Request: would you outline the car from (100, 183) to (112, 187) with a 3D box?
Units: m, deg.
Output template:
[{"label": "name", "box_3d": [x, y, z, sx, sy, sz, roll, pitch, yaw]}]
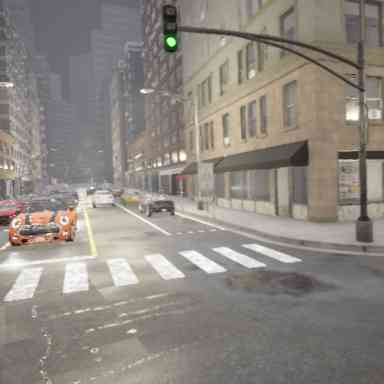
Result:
[{"label": "car", "box_3d": [-12.844, -0.292, 52.228, 1.967, 1.590, 4.097, -2, 2, -19]}]

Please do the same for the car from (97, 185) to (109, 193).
[{"label": "car", "box_3d": [-18.090, -0.664, 67.628, 1.947, 1.339, 4.313, -2, 2, -19]}]

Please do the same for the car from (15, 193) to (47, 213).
[{"label": "car", "box_3d": [-13.911, 0.849, 28.977, 1.887, 1.381, 4.507, -2, 2, -19]}]

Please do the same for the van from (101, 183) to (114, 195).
[{"label": "van", "box_3d": [-14.596, -0.554, 57.355, 1.690, 1.788, 3.998, -2, 2, -19]}]

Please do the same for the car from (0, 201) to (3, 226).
[{"label": "car", "box_3d": [-10.413, 1.156, 18.714, 1.887, 1.381, 4.507, -2, 2, -19]}]

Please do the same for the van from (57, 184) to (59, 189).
[{"label": "van", "box_3d": [-19.163, 0.169, 44.362, 1.690, 1.788, 3.998, -2, 2, -19]}]

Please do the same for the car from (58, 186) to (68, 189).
[{"label": "car", "box_3d": [-15.172, 0.351, 41.203, 1.812, 1.442, 4.674, -3, 3, -19]}]

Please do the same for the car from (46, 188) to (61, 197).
[{"label": "car", "box_3d": [-22.657, 0.053, 54.632, 2.008, 1.369, 4.403, -2, 2, -19]}]

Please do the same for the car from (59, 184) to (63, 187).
[{"label": "car", "box_3d": [-20.913, -0.019, 49.492, 2.192, 1.841, 5.009, -2, 2, -19]}]

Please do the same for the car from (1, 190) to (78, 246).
[{"label": "car", "box_3d": [-5.964, 1.011, 13.709, 2.097, 1.767, 4.553, -3, 2, -17]}]

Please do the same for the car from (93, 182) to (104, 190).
[{"label": "car", "box_3d": [-23.345, -1.433, 83.010, 2.192, 1.841, 5.009, -2, 3, -19]}]

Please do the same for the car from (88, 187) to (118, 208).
[{"label": "car", "box_3d": [-8.179, 0.573, 30.288, 1.812, 1.442, 4.674, -3, 3, -19]}]

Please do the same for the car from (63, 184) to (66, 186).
[{"label": "car", "box_3d": [-26.159, -0.391, 64.890, 1.967, 1.590, 4.097, -2, 2, -19]}]

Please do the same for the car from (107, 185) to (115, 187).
[{"label": "car", "box_3d": [-9.342, 0.171, 41.973, 1.802, 1.307, 4.206, -2, 2, -19]}]

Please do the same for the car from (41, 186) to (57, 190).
[{"label": "car", "box_3d": [-17.412, 0.428, 39.236, 1.967, 1.590, 4.097, -2, 2, -19]}]

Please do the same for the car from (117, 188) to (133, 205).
[{"label": "car", "box_3d": [-5.899, 0.426, 31.867, 1.752, 1.417, 4.829, -2, 2, -19]}]

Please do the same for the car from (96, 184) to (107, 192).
[{"label": "car", "box_3d": [-19.843, -0.960, 72.754, 1.967, 1.590, 4.097, -2, 2, -19]}]

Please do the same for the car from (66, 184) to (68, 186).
[{"label": "car", "box_3d": [-29.661, -0.860, 75.146, 2.192, 1.841, 5.009, -2, 2, -19]}]

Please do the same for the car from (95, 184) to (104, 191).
[{"label": "car", "box_3d": [-21.646, -1.053, 78.049, 1.752, 1.417, 4.829, -2, 3, -19]}]

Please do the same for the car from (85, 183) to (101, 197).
[{"label": "car", "box_3d": [-15.652, -0.142, 52.200, 2.128, 1.511, 4.902, -3, 3, -19]}]

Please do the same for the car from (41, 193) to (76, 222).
[{"label": "car", "box_3d": [-8.785, 0.911, 22.261, 1.837, 1.490, 4.892, -3, 3, -19]}]

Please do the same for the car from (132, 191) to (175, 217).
[{"label": "car", "box_3d": [-2.346, 0.763, 21.444, 2.008, 1.369, 4.403, -2, 2, -19]}]
